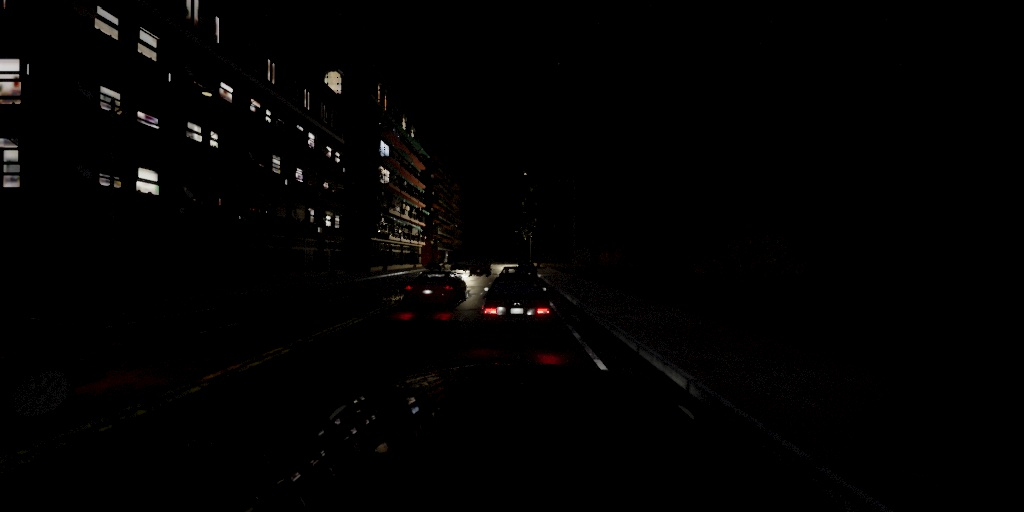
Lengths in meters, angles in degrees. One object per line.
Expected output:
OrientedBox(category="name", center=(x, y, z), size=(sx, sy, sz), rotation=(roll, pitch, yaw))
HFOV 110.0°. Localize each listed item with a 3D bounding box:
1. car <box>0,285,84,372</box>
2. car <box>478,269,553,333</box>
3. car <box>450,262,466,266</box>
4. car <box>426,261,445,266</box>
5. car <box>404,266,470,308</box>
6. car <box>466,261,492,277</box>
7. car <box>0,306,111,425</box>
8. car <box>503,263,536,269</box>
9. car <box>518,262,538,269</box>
OrientedBox(category="car", center=(-9.850, 1.298, 4.726), size=(2.033, 1.411, 5.357), rotation=(0, 0, 0))
OrientedBox(category="car", center=(0.106, 1.299, 10.667), size=(2.033, 1.411, 5.357), rotation=(0, 0, 0))
OrientedBox(category="car", center=(-6.580, 1.354, 45.144), size=(1.895, 1.301, 4.718), rotation=(0, 0, 0))
OrientedBox(category="car", center=(-9.827, 1.317, 46.166), size=(1.994, 1.385, 4.181), rotation=(0, 0, 0))
OrientedBox(category="car", center=(-3.145, 1.316, 15.349), size=(1.994, 1.385, 4.181), rotation=(0, 0, 0))
OrientedBox(category="car", center=(-3.135, 1.231, 36.047), size=(1.882, 1.535, 5.008), rotation=(0, 0, 0))
OrientedBox(category="car", center=(-6.598, 1.228, 2.887), size=(1.882, 1.535, 5.008), rotation=(0, 0, 0))
OrientedBox(category="car", center=(0.109, 1.301, 21.029), size=(2.033, 1.411, 5.357), rotation=(0, 0, 0))
OrientedBox(category="car", center=(1.151, 1.259, 30.796), size=(1.837, 1.490, 4.892), rotation=(0, 0, 0))
